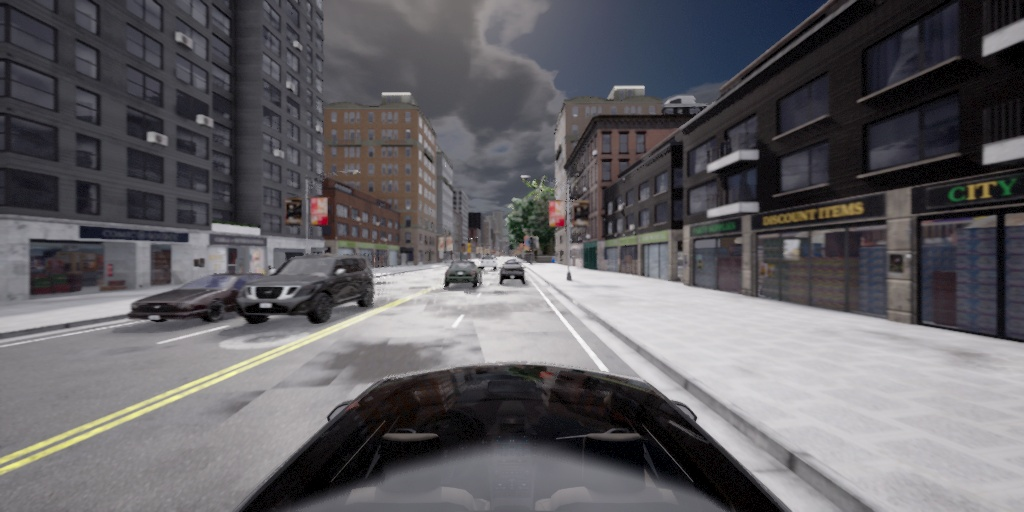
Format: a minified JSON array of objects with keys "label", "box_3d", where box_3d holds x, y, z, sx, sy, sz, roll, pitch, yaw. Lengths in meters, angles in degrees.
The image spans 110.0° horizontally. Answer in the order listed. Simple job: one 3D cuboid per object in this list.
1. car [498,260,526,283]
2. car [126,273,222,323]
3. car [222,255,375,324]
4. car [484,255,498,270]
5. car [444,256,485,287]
[{"label":"car","box_3d":[0.025,1.230,27.454,1.837,1.490,4.892,0,-1,0]},{"label":"car","box_3d":[-9.879,1.311,12.557,2.033,1.411,5.357,0,0,0]},{"label":"car","box_3d":[-6.629,0.977,12.402,2.150,2.045,5.566,0,0,0]},{"label":"car","box_3d":[-3.302,0.937,51.631,2.150,2.045,5.566,0,0,0]},{"label":"car","box_3d":[-3.216,1.089,24.445,2.097,1.767,4.553,0,0,0]}]
